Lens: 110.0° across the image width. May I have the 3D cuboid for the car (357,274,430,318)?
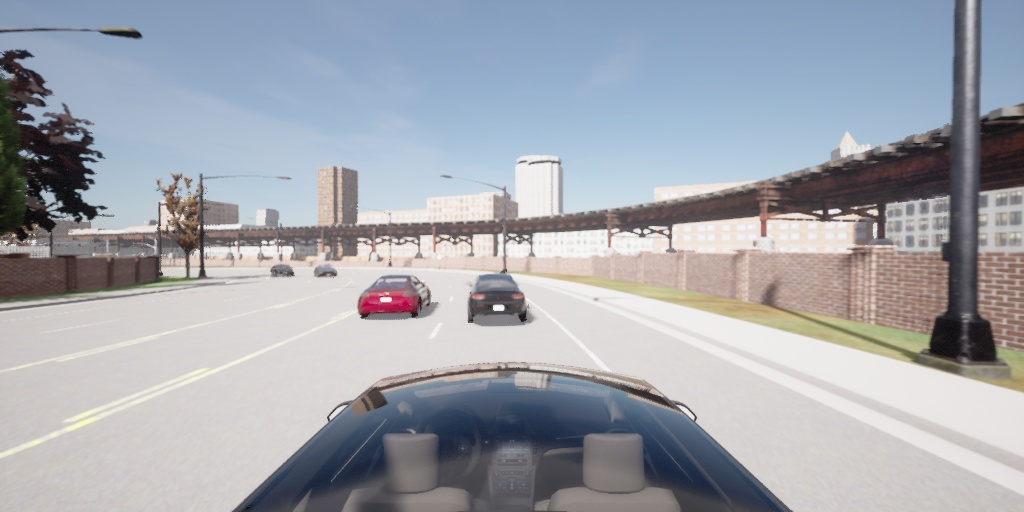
[{"bbox_3d":[-4.240,1.374,13.422,1.994,1.385,4.181,0,0,-6],"label":"car"}]

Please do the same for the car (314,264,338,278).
[{"bbox_3d":[-20.390,1.616,39.160,2.033,1.411,5.357,-1,0,-34],"label":"car"}]

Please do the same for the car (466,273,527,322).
[{"bbox_3d":[-0.607,1.317,12.432,1.812,1.442,4.674,0,0,-6],"label":"car"}]

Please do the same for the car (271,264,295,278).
[{"bbox_3d":[-26.221,1.673,40.946,1.837,1.490,4.892,0,-1,-41],"label":"car"}]
